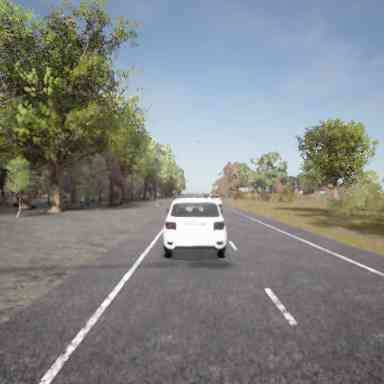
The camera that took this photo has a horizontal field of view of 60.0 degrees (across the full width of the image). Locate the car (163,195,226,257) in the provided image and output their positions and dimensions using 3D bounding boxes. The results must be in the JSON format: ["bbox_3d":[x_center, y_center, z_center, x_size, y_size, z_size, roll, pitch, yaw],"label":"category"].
[{"bbox_3d":[0.101,1.259,13.278,2.150,2.045,5.566,0,0,0],"label":"car"}]

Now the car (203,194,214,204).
[{"bbox_3d":[3.518,1.438,73.235,2.150,2.045,5.566,0,0,0],"label":"car"}]

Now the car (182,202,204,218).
[{"bbox_3d":[0.107,1.691,31.737,1.895,1.301,4.718,0,0,0],"label":"car"}]
